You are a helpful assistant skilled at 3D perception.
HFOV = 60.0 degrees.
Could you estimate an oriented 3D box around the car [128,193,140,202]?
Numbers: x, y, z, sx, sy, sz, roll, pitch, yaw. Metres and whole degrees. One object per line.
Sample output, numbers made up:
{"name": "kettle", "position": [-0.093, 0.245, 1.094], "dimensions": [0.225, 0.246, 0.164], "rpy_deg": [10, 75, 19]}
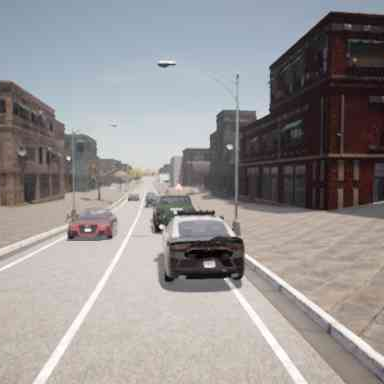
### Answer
{"name": "car", "position": [-10.171, 0.909, 58.415], "dimensions": [1.994, 1.385, 4.181], "rpy_deg": [0, 3, -7]}

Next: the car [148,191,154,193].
{"name": "car", "position": [-7.239, 0.651, 59.544], "dimensions": [2.097, 1.767, 4.553], "rpy_deg": [0, 3, -7]}

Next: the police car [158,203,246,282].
{"name": "police car", "position": [0.096, 1.326, 9.659], "dimensions": [1.930, 1.638, 5.238], "rpy_deg": [0, 0, -6]}

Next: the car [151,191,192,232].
{"name": "car", "position": [-1.127, 1.156, 19.581], "dimensions": [2.150, 2.045, 5.566], "rpy_deg": [0, -1, -7]}

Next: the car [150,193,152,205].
{"name": "car", "position": [-1.903, 1.217, 25.542], "dimensions": [2.150, 2.045, 5.566], "rpy_deg": [0, 0, -7]}

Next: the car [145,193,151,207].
{"name": "car", "position": [-5.529, 1.257, 46.512], "dimensions": [1.837, 1.490, 4.892], "rpy_deg": [0, 0, -7]}

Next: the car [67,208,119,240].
{"name": "car", "position": [-4.769, 1.485, 16.463], "dimensions": [1.994, 1.385, 4.181], "rpy_deg": [0, 0, -7]}
